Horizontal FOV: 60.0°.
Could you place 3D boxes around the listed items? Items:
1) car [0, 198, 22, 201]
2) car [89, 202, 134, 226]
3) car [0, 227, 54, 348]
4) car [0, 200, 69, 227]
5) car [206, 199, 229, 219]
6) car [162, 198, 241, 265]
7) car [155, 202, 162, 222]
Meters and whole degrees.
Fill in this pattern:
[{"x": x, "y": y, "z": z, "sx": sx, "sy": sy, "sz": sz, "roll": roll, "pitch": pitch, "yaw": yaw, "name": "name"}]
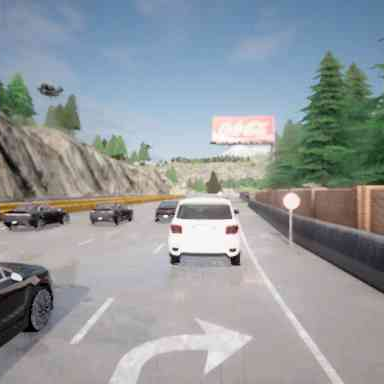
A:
[{"x": -18.550, "y": 1.368, "z": 33.521, "sx": 1.837, "sy": 1.490, "sz": 4.892, "roll": 0, "pitch": -1, "yaw": 7, "name": "car"}, {"x": -5.423, "y": 1.436, "z": 22.946, "sx": 2.128, "sy": 1.511, "sz": 4.902, "roll": 0, "pitch": 0, "yaw": 6, "name": "car"}, {"x": -3.323, "y": 1.469, "z": 3.844, "sx": 2.128, "sy": 1.511, "sz": 4.902, "roll": 0, "pitch": 0, "yaw": 1, "name": "car"}, {"x": -9.228, "y": 1.418, "z": 20.123, "sx": 2.128, "sy": 1.511, "sz": 4.902, "roll": 0, "pitch": 0, "yaw": 6, "name": "car"}, {"x": 2.394, "y": 1.456, "z": 30.334, "sx": 1.882, "sy": 1.535, "sz": 5.008, "roll": 0, "pitch": 0, "yaw": 6, "name": "car"}, {"x": 0.523, "y": 1.211, "z": 11.856, "sx": 2.150, "sy": 2.045, "sz": 5.566, "roll": 0, "pitch": 0, "yaw": 4, "name": "car"}, {"x": -1.601, "y": 1.467, "z": 25.830, "sx": 1.837, "sy": 1.490, "sz": 4.892, "roll": 0, "pitch": 0, "yaw": 6, "name": "car"}]
